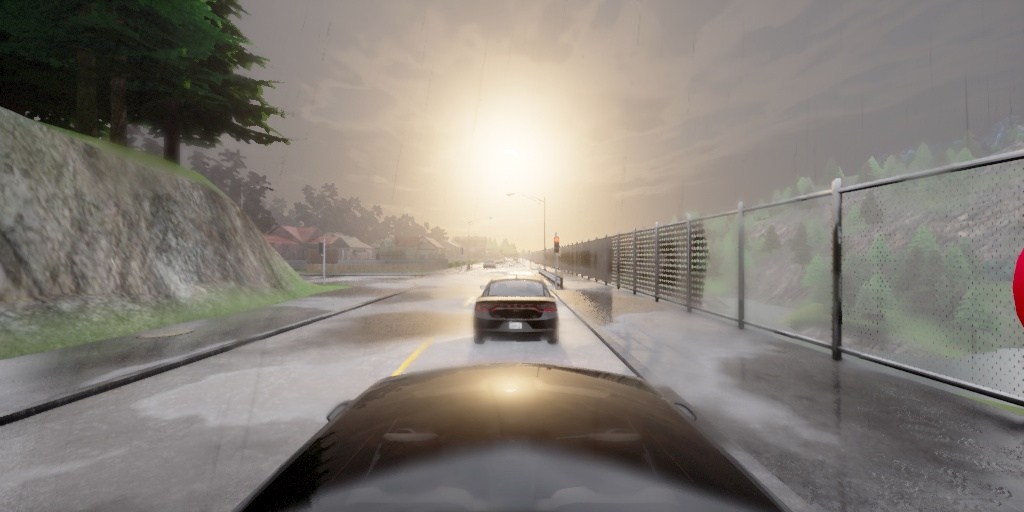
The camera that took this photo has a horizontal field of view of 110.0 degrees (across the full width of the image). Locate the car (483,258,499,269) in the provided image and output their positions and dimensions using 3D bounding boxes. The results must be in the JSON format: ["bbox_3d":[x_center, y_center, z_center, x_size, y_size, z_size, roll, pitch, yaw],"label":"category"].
[{"bbox_3d":[-3.427,1.322,55.691,1.837,1.490,4.892,0,1,1],"label":"car"}]

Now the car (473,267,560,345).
[{"bbox_3d":[0.127,1.228,9.570,1.882,1.535,5.008,0,0,1],"label":"car"}]
